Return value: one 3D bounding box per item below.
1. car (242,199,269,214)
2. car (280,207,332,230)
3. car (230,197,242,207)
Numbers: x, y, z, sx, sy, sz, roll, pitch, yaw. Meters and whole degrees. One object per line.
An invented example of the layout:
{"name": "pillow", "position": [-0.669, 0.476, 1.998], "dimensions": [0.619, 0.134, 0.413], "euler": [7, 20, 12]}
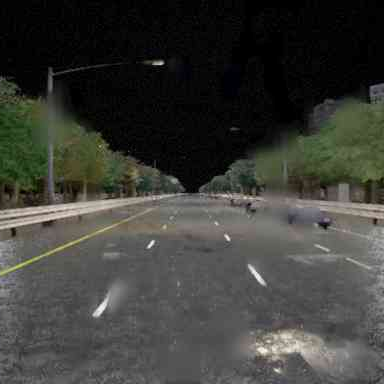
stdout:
{"name": "car", "position": [6.988, 1.579, 36.213], "dimensions": [1.994, 1.385, 4.181], "euler": [0, 0, 0]}
{"name": "car", "position": [6.993, 1.607, 21.004], "dimensions": [1.895, 1.301, 4.718], "euler": [0, 0, 0]}
{"name": "car", "position": [6.984, 1.518, 51.870], "dimensions": [2.128, 1.511, 4.902], "euler": [0, 0, 0]}
